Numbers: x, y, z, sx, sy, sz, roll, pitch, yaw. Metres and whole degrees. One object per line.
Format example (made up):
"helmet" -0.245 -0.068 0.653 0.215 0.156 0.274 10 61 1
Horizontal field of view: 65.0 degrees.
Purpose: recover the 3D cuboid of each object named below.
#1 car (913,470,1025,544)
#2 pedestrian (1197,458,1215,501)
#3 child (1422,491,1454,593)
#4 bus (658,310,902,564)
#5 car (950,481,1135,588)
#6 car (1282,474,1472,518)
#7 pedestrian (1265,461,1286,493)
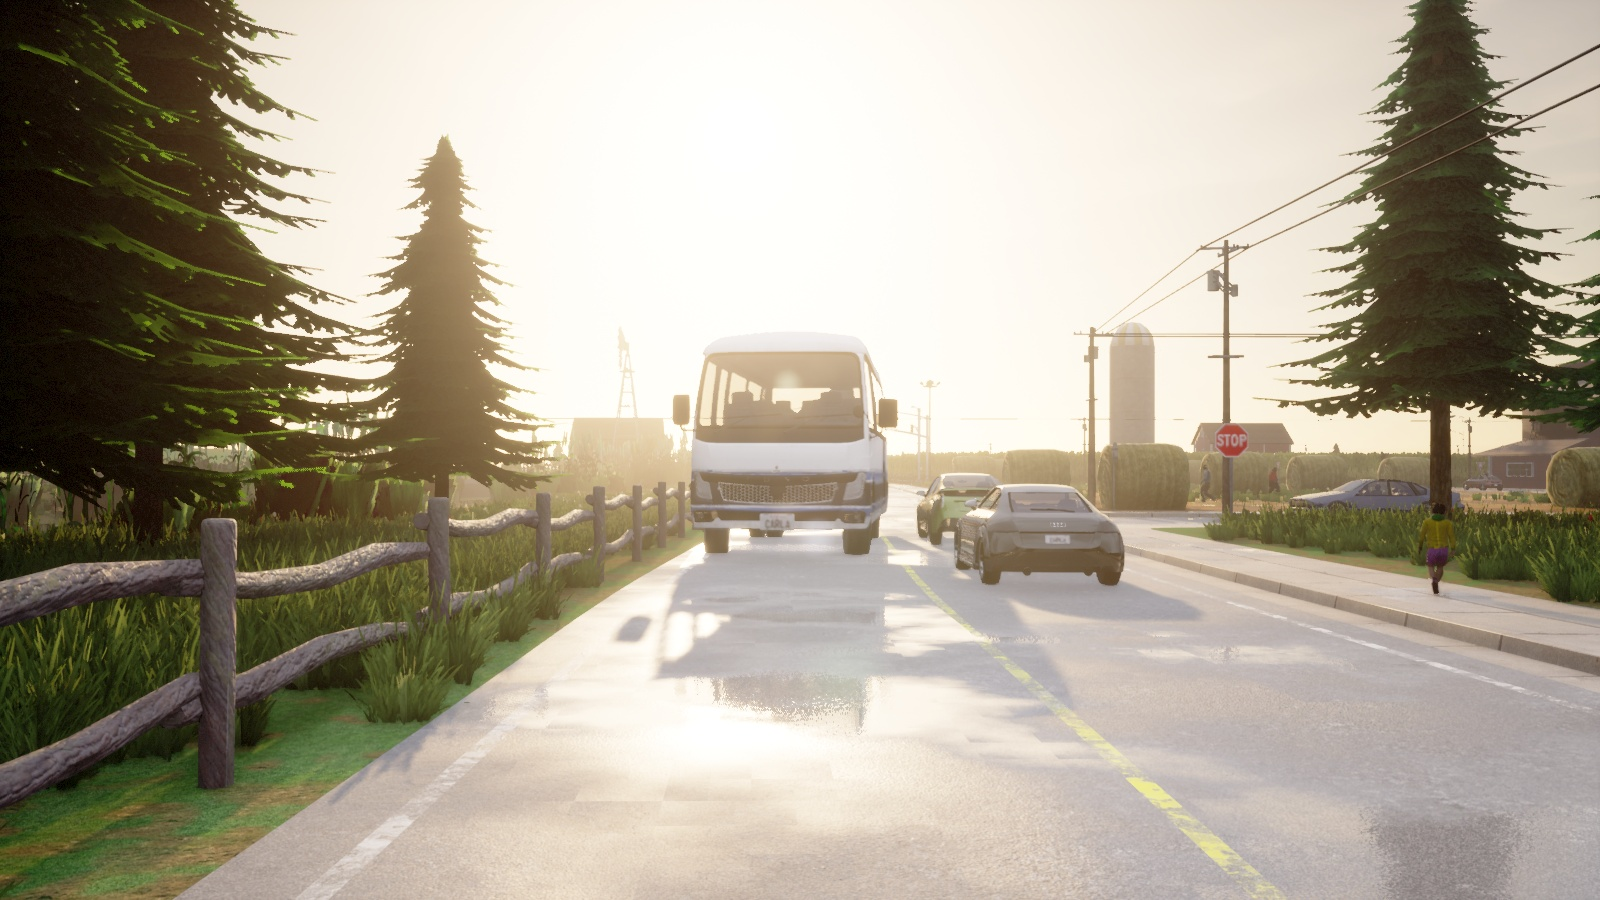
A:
"car" 3.693 1.212 28.239 2.007 1.525 4.514 0 -1 1
"pedestrian" 18.607 1.356 57.556 0.692 1.930 0.396 -1 -1 24
"child" 7.467 1.063 14.703 0.299 1.160 0.473 -1 -1 24
"bus" 0.058 -0.129 26.351 3.944 4.253 10.273 0 -1 6
"car" 3.475 1.171 18.785 1.994 1.385 4.181 0 -1 1
"car" 19.042 1.509 41.586 5.357 1.411 2.033 0 -1 -1
"pedestrian" 27.417 1.570 72.401 0.634 1.844 0.899 1 -1 -43
